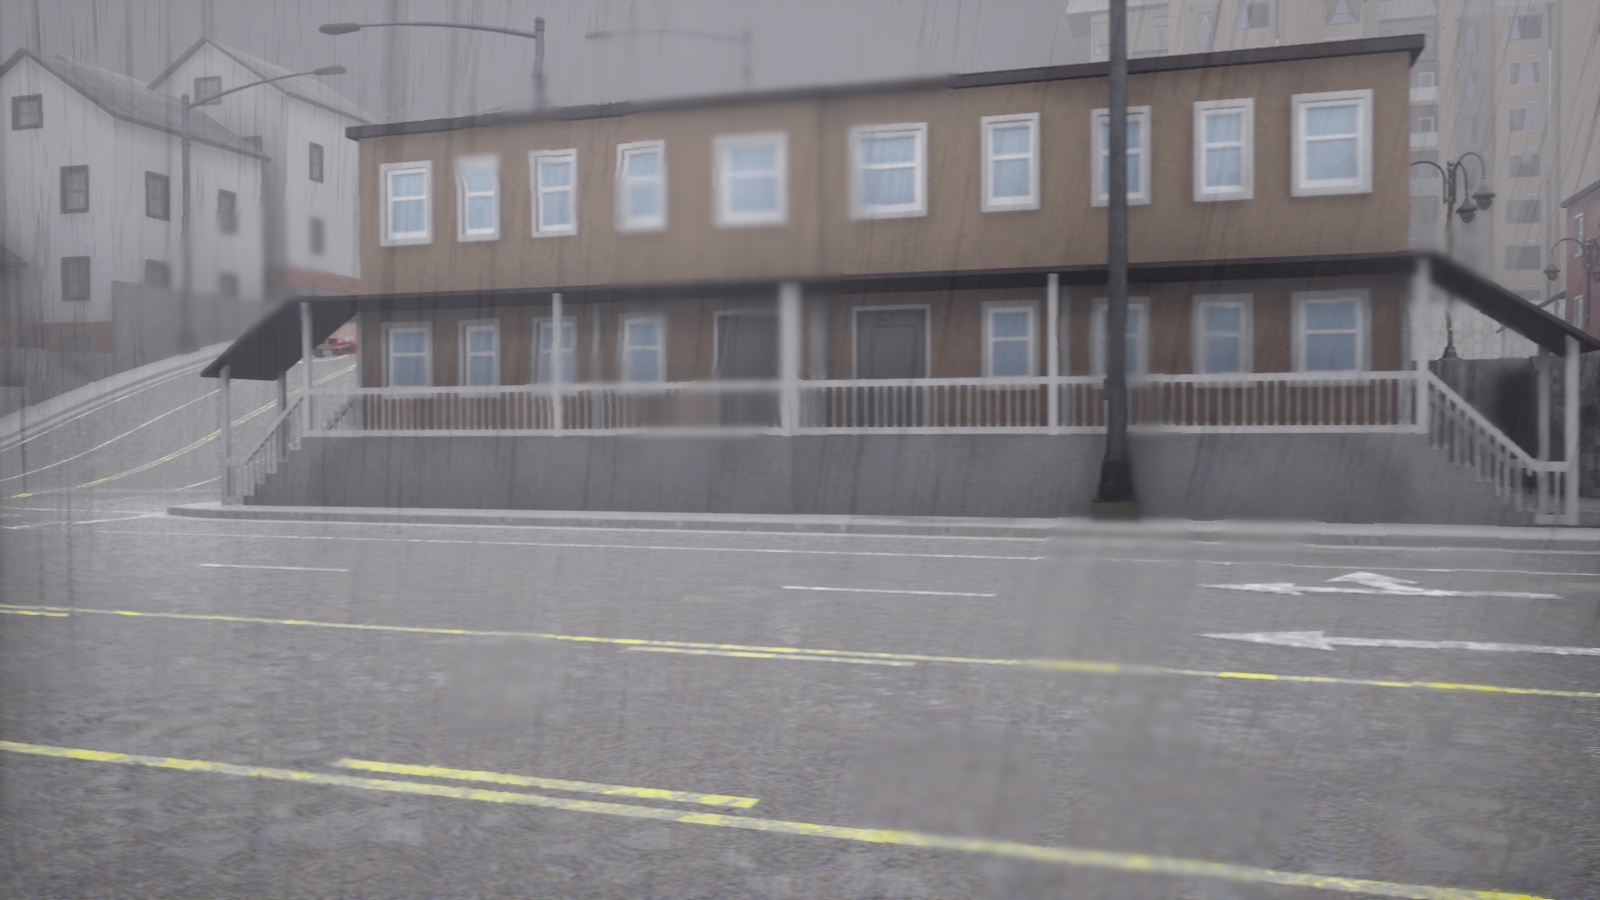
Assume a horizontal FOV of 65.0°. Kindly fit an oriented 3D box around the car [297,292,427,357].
[{"bbox_3d":[-16.817,-4.887,48.468,2.242,1.667,4.611,1,16,18],"label":"car"}]
